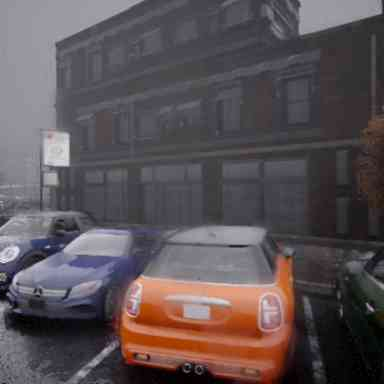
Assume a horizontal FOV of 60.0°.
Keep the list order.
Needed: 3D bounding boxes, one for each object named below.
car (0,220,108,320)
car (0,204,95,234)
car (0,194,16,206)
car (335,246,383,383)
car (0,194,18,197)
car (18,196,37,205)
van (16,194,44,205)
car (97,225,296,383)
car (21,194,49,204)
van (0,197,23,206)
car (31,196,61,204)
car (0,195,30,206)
[{"bbox_3d":[-1.794,1.522,7.453,2.002,1.452,4.674,0,-1,16],"label":"car"},{"bbox_3d":[-4.217,1.366,9.238,2.185,1.767,4.553,0,-1,16],"label":"car"},{"bbox_3d":[-33.218,1.352,56.667,5.566,2.045,2.435,-1,-1,14],"label":"car"},{"bbox_3d":[3.061,1.337,3.912,2.185,1.767,4.553,0,-1,16],"label":"car"},{"bbox_3d":[-24.321,1.318,39.598,5.566,2.045,2.435,0,0,14],"label":"car"},{"bbox_3d":[-22.713,1.588,42.034,4.792,1.488,2.163,0,1,14],"label":"car"},{"bbox_3d":[-29.962,1.359,61.686,4.442,1.987,1.878,-1,0,14],"label":"van"},{"bbox_3d":[0.627,1.346,5.667,2.185,1.767,4.553,0,-1,16],"label":"car"},{"bbox_3d":[-21.051,1.297,44.490,5.566,2.045,2.435,0,1,14],"label":"car"},{"bbox_3d":[-9.083,1.288,12.831,1.878,1.987,4.442,0,-1,16],"label":"van"},{"bbox_3d":[-28.151,1.573,64.165,4.892,1.521,2.231,-1,-1,14],"label":"car"},{"bbox_3d":[-31.575,1.468,59.176,4.553,1.767,2.185,-1,-1,14],"label":"car"}]
